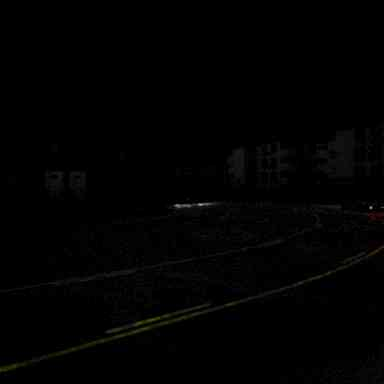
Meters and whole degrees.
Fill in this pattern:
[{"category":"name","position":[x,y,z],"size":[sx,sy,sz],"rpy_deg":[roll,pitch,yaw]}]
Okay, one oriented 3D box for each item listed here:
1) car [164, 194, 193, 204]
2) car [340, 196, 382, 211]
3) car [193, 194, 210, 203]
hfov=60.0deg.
[{"category":"car","position":[-2.414,0.992,49.620],"size":[1.882,1.535,5.008],"rpy_deg":[-1,0,-33]},{"category":"car","position":[15.652,1.044,31.165],"size":[1.895,1.301,4.718],"rpy_deg":[-1,1,2]},{"category":"car","position":[0.503,0.998,51.592],"size":[2.033,1.411,5.357],"rpy_deg":[-1,1,-33]}]
